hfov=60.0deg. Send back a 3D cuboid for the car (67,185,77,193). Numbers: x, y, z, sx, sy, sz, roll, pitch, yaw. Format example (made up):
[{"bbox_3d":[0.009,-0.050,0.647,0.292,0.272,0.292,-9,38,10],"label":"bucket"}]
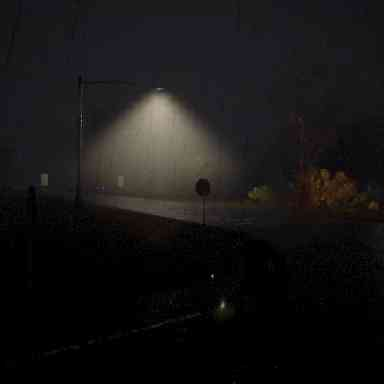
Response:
[{"bbox_3d":[-20.238,-0.571,57.981,1.882,1.535,5.008,0,2,-36],"label":"car"}]

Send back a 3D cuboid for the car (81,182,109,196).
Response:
[{"bbox_3d":[-14.186,-0.492,49.521,2.150,2.045,5.566,0,2,-36],"label":"car"}]
